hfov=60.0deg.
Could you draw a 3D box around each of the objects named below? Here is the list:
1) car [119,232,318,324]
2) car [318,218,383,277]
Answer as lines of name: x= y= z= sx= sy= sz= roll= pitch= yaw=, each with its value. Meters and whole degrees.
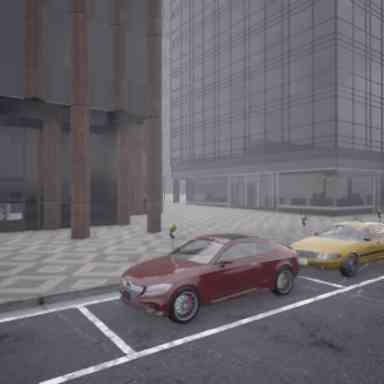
car: x=0.569 y=1.568 z=7.054 sx=4.206 sy=1.307 sz=1.802 roll=0 pitch=0 yaw=-35
car: x=4.858 y=1.494 z=10.112 sx=4.829 sy=1.417 sz=1.752 roll=0 pitch=0 yaw=-35
